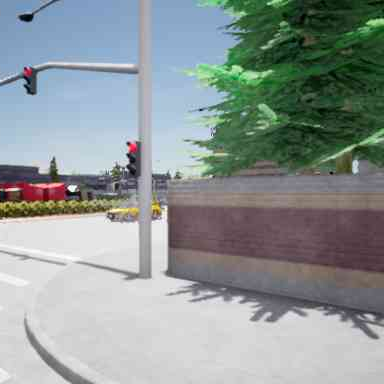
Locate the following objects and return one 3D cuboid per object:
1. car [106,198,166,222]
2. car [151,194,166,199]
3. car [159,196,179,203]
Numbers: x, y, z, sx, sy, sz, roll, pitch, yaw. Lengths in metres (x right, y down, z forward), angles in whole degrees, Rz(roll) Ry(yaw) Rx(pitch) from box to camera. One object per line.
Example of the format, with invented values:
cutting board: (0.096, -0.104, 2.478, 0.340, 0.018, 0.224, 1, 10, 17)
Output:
car: (-4.578, 1.501, 26.579, 1.882, 1.535, 5.008, 0, 0, 35)
car: (-8.079, 1.338, 65.418, 4.605, 1.855, 1.932, 0, 0, 35)
car: (-4.882, 1.580, 69.989, 3.806, 1.475, 1.970, 0, 0, 35)
